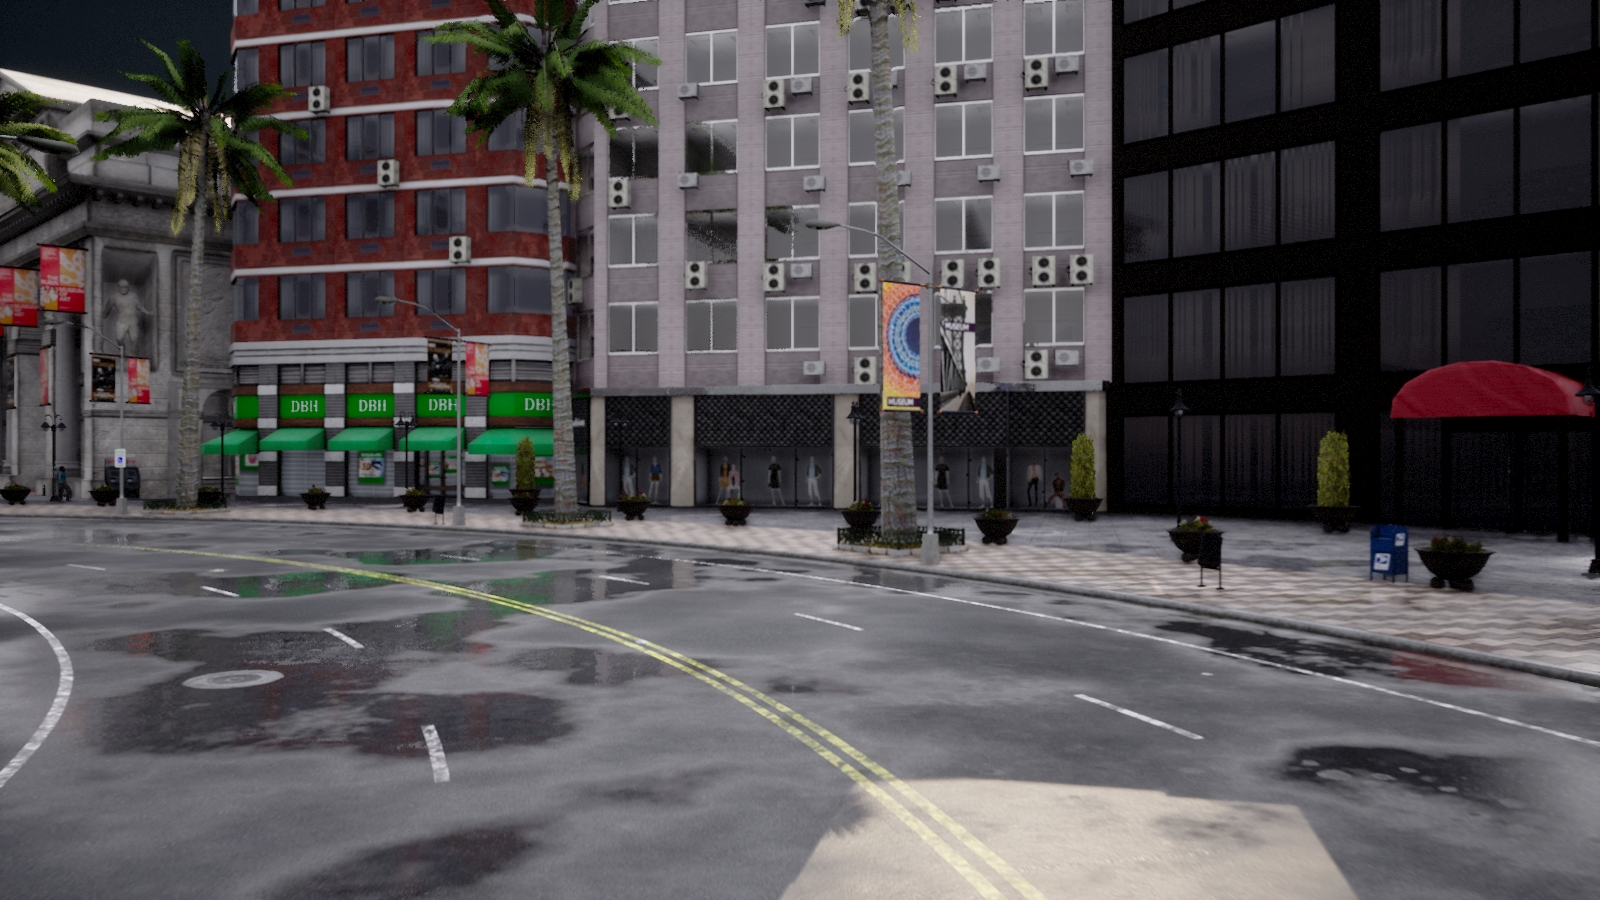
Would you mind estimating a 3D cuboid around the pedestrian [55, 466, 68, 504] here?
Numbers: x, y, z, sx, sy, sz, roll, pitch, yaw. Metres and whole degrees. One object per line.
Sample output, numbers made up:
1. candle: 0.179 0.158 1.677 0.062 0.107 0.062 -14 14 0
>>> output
1. pedestrian: -36.282 1.704 56.124 0.375 1.860 0.375 0 0 12
